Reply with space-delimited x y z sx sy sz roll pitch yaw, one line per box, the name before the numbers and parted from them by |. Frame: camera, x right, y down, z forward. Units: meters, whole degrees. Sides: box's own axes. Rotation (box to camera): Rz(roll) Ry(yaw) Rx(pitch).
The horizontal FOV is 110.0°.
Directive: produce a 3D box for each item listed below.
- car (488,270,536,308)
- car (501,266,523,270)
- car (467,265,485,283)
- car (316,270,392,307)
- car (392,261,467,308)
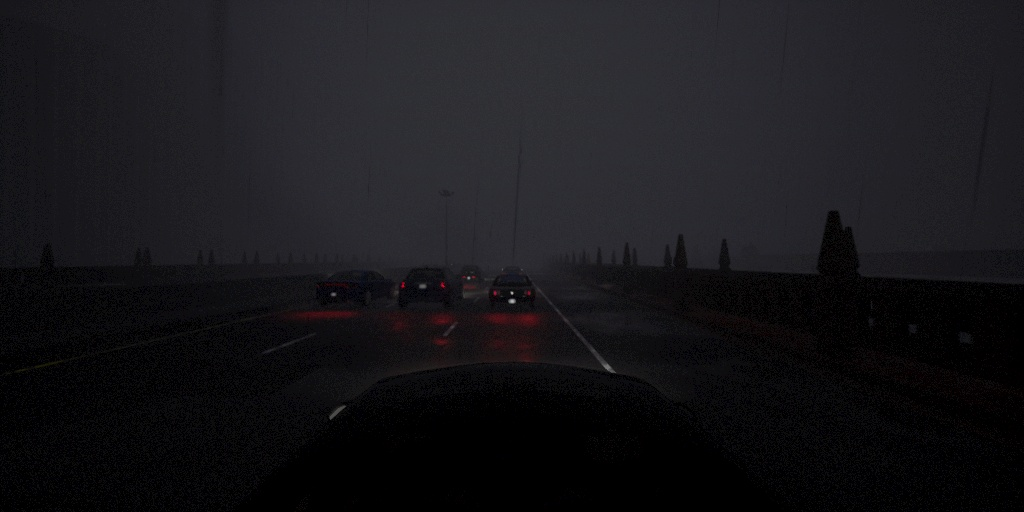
car | 0.011 1.484 16.153 1.895 1.301 4.718 0 0 0
car | 0.027 1.587 31.325 1.994 1.385 4.181 0 0 0
car | -3.474 1.531 31.346 1.837 1.490 4.892 0 0 0
car | -6.983 1.365 16.531 1.882 1.535 5.008 0 0 0
car | -3.488 1.233 16.136 2.097 1.767 4.553 0 -1 0
